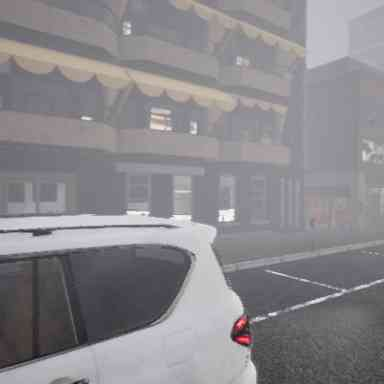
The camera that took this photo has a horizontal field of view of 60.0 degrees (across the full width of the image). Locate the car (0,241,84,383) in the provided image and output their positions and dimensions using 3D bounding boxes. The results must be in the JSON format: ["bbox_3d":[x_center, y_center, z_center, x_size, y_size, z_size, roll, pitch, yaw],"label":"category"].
[{"bbox_3d":[-3.779,1.546,3.864,4.403,1.369,2.008,0,0,-35],"label":"car"}]

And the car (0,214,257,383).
[{"bbox_3d":[-2.084,1.219,1.887,5.566,2.045,2.150,0,0,-35],"label":"car"}]
